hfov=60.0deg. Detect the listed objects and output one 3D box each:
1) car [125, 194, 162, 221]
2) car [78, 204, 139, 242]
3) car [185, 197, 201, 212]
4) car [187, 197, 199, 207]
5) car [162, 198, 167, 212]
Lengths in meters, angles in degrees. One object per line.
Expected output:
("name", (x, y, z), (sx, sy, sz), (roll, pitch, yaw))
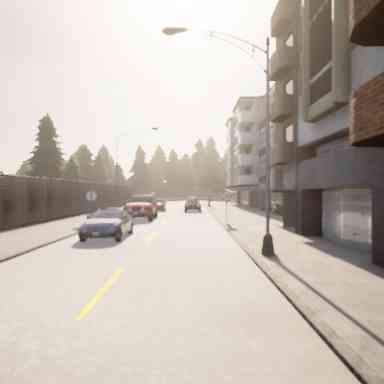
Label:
("car", (-4.060, 1.221, 27.170), (2.150, 2.045, 5.566), (0, 0, 0))
("car", (-4.079, 1.525, 16.494), (1.812, 1.442, 4.674), (0, 0, 0))
("car", (0.092, 1.600, 39.330), (1.895, 1.301, 4.718), (0, 0, 0))
("car", (0.086, 1.505, 53.376), (1.837, 1.490, 4.892), (0, 0, 0))
("car", (-4.044, 1.502, 39.192), (1.837, 1.490, 4.892), (0, 1, 0))
